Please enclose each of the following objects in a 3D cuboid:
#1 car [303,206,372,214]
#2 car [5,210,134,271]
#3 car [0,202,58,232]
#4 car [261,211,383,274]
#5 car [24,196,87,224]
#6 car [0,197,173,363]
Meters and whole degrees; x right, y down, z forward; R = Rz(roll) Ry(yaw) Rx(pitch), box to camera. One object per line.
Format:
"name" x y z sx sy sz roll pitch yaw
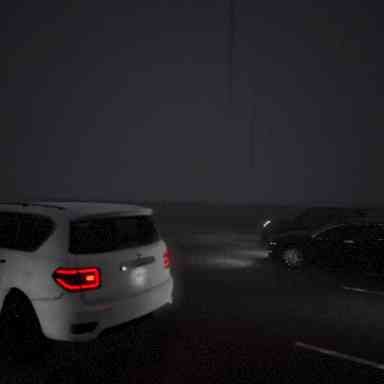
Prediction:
"car" 5.079 1.329 13.268 4.553 1.767 2.097 0 0 35
"car" -4.311 1.459 11.365 4.674 1.442 1.812 0 0 35
"car" -10.585 1.413 20.138 5.357 1.411 2.033 0 0 35
"car" 4.598 1.495 9.310 4.892 1.490 1.837 0 0 35
"car" -9.879 1.207 23.934 4.553 1.767 2.097 0 0 35
"car" -2.897 1.183 6.057 5.566 2.045 2.150 0 0 36
